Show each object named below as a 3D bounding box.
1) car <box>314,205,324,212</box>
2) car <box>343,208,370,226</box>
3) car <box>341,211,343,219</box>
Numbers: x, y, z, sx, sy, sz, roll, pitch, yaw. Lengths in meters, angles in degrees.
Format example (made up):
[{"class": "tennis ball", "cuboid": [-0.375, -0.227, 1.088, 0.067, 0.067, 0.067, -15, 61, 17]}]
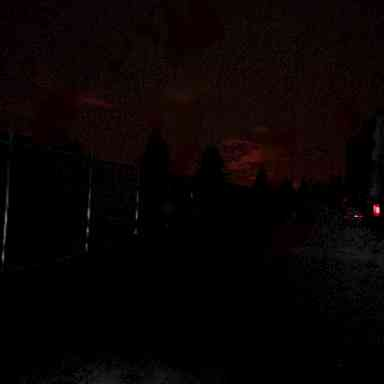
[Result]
[{"class": "car", "cuboid": [26.567, 3.513, 69.473, 1.994, 1.385, 4.181, 3, -1, 21]}, {"class": "car", "cuboid": [17.488, 2.682, 35.015, 2.128, 1.511, 4.902, 3, 0, 22]}, {"class": "car", "cuboid": [21.273, 2.971, 44.851, 1.837, 1.490, 4.892, 3, -1, 21]}]
